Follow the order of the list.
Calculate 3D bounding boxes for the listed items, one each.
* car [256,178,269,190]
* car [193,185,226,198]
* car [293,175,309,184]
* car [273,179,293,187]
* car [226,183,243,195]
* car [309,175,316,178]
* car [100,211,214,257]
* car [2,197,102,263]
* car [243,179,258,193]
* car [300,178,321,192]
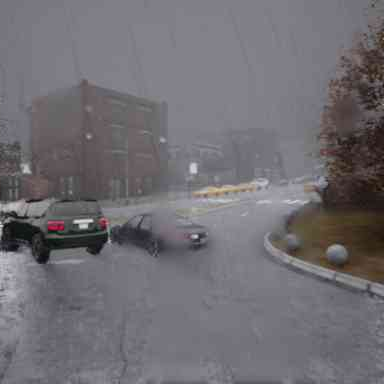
[{"bbox_3d":[12.216,-1.433,61.337,2.435,2.045,5.566,0,4,37],"label":"car"},{"bbox_3d":[2.196,-0.041,47.851,1.946,1.575,5.366,0,4,37],"label":"car"},{"bbox_3d":[25.383,-2.679,79.087,2.231,1.521,4.892,0,4,37],"label":"car"},{"bbox_3d":[18.790,-1.900,70.206,2.163,1.488,4.792,0,4,37],"label":"car"},{"bbox_3d":[5.487,-0.418,52.270,1.946,1.575,5.366,0,4,37],"label":"car"},{"bbox_3d":[28.635,-3.303,83.474,2.435,2.045,5.566,0,4,37],"label":"car"},{"bbox_3d":[-1.438,1.529,12.923,2.033,1.411,5.357,-1,0,-37],"label":"car"},{"bbox_3d":[-5.265,1.235,12.462,2.150,2.045,5.566,0,-1,-43],"label":"car"},{"bbox_3d":[8.772,-0.792,56.697,1.946,1.575,5.366,0,4,37],"label":"car"},{"bbox_3d":[18.209,-0.806,49.633,1.882,1.535,5.008,0,4,37],"label":"car"}]
